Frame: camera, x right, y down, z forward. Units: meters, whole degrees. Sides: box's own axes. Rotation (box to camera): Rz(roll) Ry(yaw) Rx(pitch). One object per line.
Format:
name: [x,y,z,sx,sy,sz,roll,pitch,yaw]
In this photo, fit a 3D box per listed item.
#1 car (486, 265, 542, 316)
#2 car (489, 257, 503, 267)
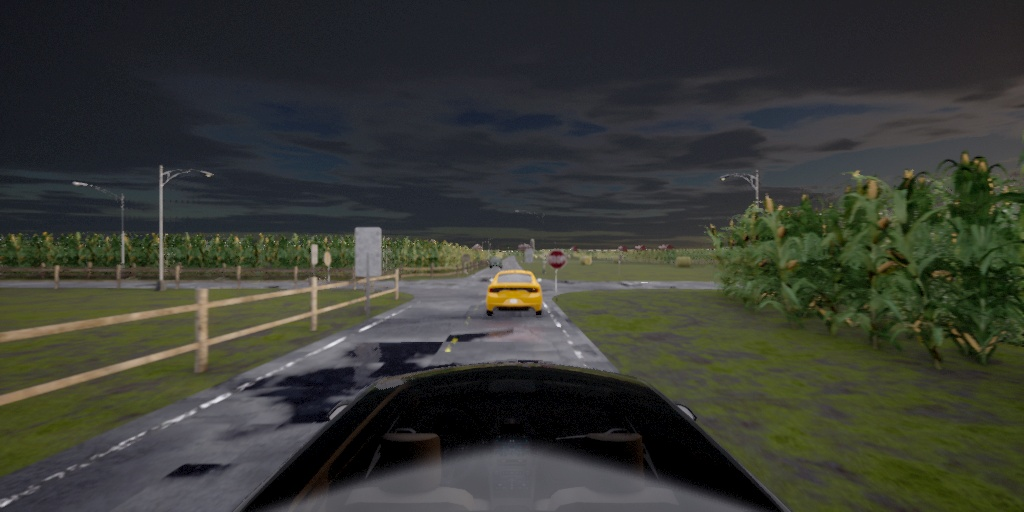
car: [0.137,1.282,13.792,1.882,1.535,5.008,0,0,2]
car: [-2.797,1.183,62.436,2.150,2.045,5.566,0,0,1]
